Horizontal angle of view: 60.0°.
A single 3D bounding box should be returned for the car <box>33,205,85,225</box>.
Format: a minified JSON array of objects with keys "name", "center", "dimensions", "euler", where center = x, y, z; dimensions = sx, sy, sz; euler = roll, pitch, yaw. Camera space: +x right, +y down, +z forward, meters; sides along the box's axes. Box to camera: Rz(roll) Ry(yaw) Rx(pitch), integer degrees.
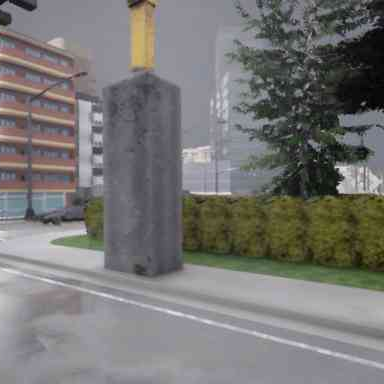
[{"name":"car","center":[-9.788,1.793,26.706],"dimensions":[2.033,1.411,5.357],"euler":[-1,0,36]}]
